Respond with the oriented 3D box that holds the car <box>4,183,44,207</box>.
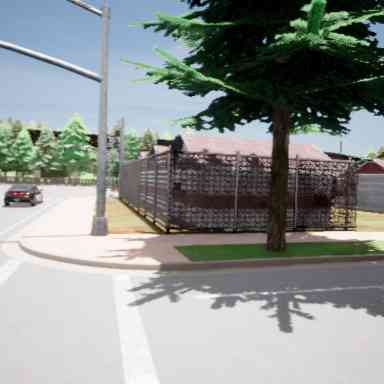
[{"bbox_3d":[-11.864,0.164,23.712,1.837,1.490,4.892,1,2,-15],"label":"car"}]
